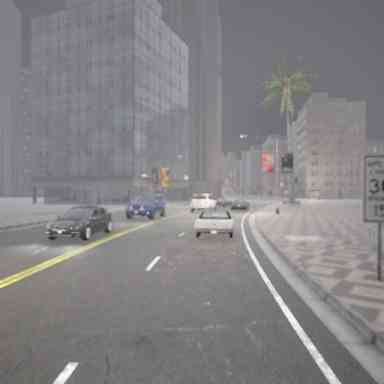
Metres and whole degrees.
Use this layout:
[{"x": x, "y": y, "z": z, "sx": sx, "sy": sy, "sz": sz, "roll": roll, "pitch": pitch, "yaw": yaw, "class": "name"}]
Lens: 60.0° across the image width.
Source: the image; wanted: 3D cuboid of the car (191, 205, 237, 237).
[{"x": 1.303, "y": 1.606, "z": 17.958, "sx": 1.895, "sy": 1.301, "sz": 4.718, "roll": 0, "pitch": 0, "yaw": 7, "class": "car"}]

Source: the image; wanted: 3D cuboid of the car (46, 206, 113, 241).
[{"x": -5.507, "y": 1.494, "z": 16.913, "sx": 1.837, "sy": 1.490, "sz": 4.892, "roll": 0, "pitch": 0, "yaw": 6, "class": "car"}]

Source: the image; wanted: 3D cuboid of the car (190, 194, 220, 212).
[{"x": 1.330, "y": 1.229, "z": 37.312, "sx": 2.150, "sy": 2.045, "sz": 5.566, "roll": 0, "pitch": 0, "yaw": 14, "class": "car"}]

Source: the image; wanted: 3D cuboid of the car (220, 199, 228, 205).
[{"x": 4.383, "y": 1.619, "z": 48.225, "sx": 1.895, "sy": 1.301, "sz": 4.718, "roll": 0, "pitch": 0, "yaw": 19, "class": "car"}]

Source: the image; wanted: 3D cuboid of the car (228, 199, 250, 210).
[{"x": 6.231, "y": 1.588, "z": 42.463, "sx": 1.994, "sy": 1.385, "sz": 4.181, "roll": 0, "pitch": 0, "yaw": 15, "class": "car"}]

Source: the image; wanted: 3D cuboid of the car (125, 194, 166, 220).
[{"x": -3.839, "y": 1.217, "z": 28.569, "sx": 2.150, "sy": 2.045, "sz": 5.566, "roll": 0, "pitch": 0, "yaw": 11, "class": "car"}]
